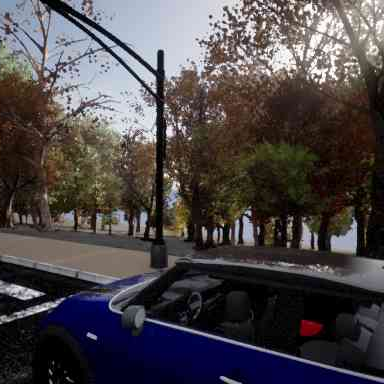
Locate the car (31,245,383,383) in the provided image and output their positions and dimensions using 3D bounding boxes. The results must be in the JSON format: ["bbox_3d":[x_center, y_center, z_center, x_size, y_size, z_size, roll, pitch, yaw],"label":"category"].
[{"bbox_3d":[0.418,1.352,3.358,4.553,1.767,2.097,0,0,34],"label":"car"}]
